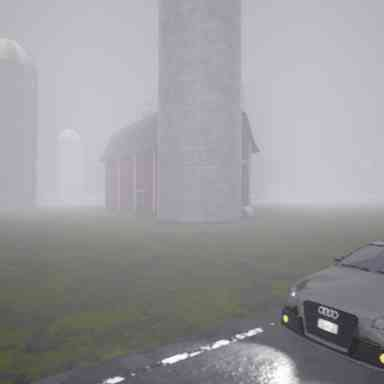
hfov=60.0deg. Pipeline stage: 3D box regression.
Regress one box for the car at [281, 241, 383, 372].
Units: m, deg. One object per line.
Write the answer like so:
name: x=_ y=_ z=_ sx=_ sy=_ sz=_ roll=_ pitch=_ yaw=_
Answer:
car: x=3.432 y=1.555 z=5.419 sx=4.181 sy=1.385 sz=1.994 roll=0 pitch=0 yaw=-33
